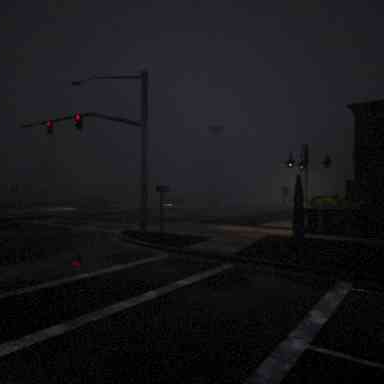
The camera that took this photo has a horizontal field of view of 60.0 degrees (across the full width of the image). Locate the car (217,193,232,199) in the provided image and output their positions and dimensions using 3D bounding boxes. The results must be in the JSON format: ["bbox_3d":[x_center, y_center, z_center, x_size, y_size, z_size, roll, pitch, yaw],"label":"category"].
[{"bbox_3d":[6.418,0.893,67.762,1.837,1.490,4.892,0,0,36],"label":"car"}]

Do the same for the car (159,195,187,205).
[{"bbox_3d":[-2.815,1.282,55.224,1.837,1.490,4.892,0,0,36],"label":"car"}]

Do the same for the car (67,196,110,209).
[{"bbox_3d":[-12.731,1.373,41.657,1.895,1.301,4.718,0,0,36],"label":"car"}]

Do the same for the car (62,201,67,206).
[{"bbox_3d":[-14.713,1.297,44.873,2.033,1.411,5.357,0,0,36],"label":"car"}]

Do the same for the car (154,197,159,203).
[{"bbox_3d":[-4.654,1.244,58.621,2.128,1.511,4.902,0,0,37],"label":"car"}]
